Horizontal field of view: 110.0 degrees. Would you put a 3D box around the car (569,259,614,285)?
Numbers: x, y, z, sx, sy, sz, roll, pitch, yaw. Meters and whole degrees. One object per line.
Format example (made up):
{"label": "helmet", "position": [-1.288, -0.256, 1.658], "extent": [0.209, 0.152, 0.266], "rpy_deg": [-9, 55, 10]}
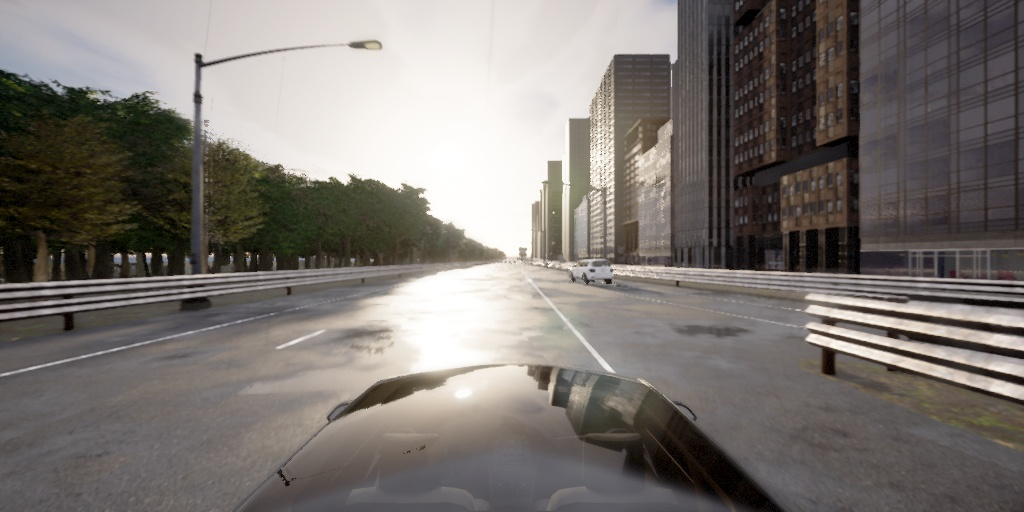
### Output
{"label": "car", "position": [6.597, 1.303, 30.245], "extent": [2.150, 2.045, 5.566], "rpy_deg": [0, -1, -9]}
